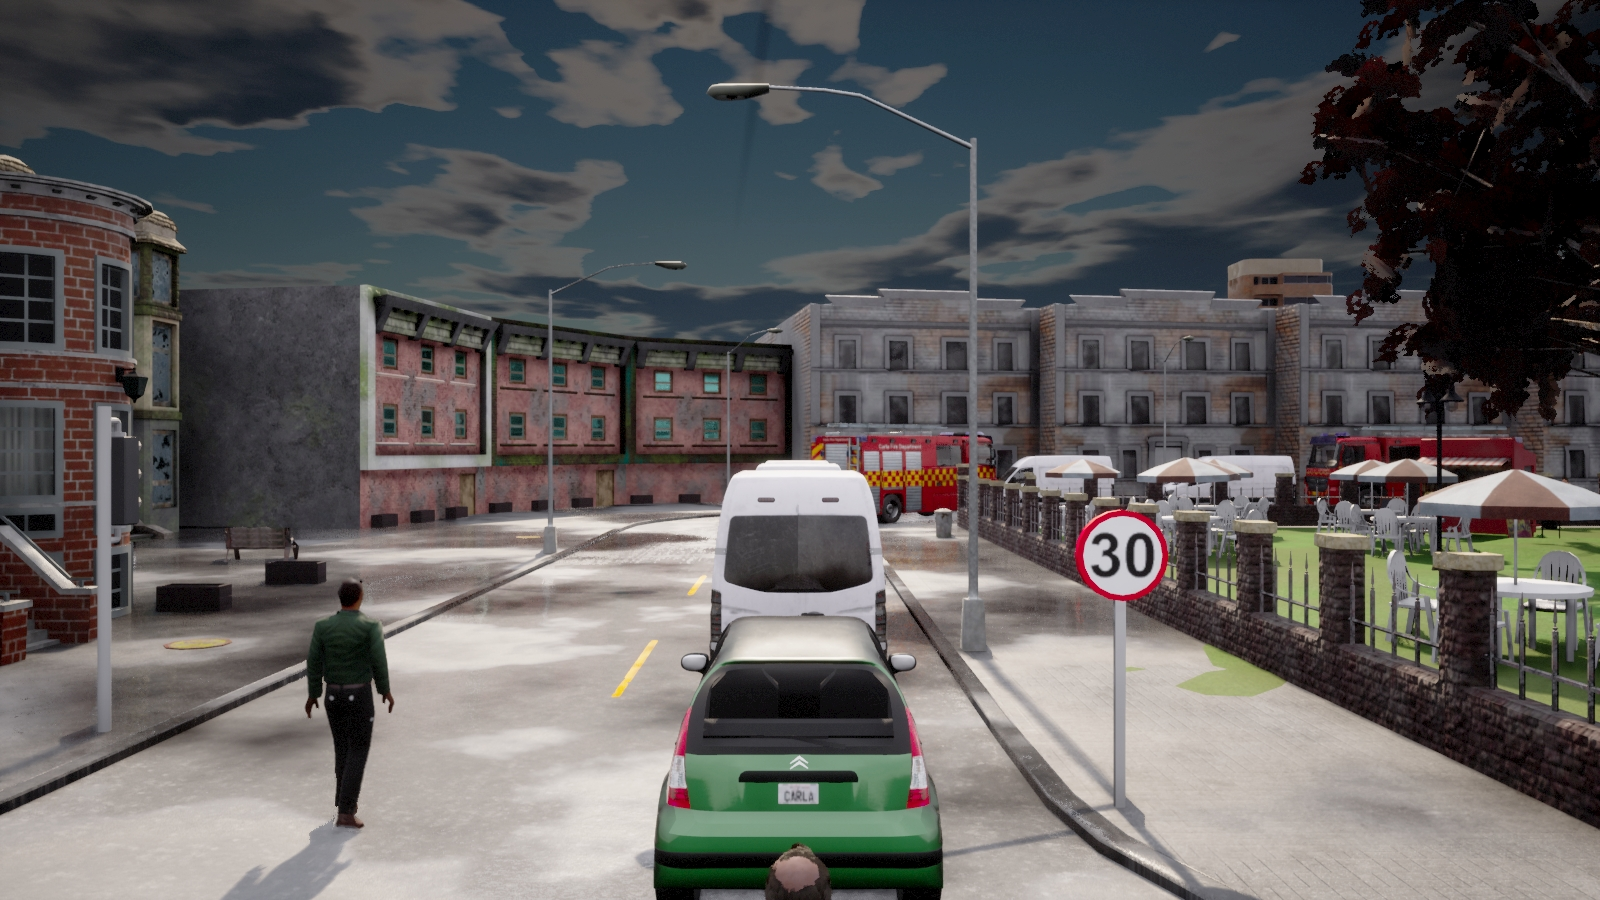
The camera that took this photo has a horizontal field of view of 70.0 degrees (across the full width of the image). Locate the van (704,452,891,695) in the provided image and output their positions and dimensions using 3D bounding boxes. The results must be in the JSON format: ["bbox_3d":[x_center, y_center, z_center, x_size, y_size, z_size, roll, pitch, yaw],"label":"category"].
[{"bbox_3d":[-0.025,1.315,15.105,1.988,2.561,5.915,0,0,0],"label":"van"}]

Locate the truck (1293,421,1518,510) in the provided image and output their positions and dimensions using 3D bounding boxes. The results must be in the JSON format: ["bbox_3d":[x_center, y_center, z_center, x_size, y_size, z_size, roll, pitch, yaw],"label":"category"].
[{"bbox_3d":[26.739,0.670,50.713,8.468,3.827,2.891,0,0,0],"label":"truck"}]

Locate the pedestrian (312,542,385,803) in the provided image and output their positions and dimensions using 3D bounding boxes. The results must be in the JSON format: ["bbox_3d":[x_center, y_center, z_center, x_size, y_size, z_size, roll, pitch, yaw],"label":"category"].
[{"bbox_3d":[-3.352,1.628,8.491,0.375,1.860,0.375,0,0,5],"label":"pedestrian"}]

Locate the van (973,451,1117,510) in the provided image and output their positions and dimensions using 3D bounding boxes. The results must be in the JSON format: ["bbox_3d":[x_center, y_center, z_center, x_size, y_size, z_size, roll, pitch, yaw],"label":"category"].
[{"bbox_3d":[10.768,1.314,50.430,5.915,2.561,1.988,0,0,0],"label":"van"}]

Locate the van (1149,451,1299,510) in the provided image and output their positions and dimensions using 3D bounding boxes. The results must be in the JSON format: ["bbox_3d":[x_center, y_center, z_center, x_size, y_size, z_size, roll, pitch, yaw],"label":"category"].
[{"bbox_3d":[18.656,1.314,50.452,5.915,2.561,1.988,0,0,0],"label":"van"}]

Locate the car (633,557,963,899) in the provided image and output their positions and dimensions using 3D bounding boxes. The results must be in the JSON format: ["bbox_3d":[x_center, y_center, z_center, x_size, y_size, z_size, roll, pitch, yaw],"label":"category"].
[{"bbox_3d":[-0.015,1.779,8.404,1.851,1.617,3.988,0,0,0],"label":"car"}]

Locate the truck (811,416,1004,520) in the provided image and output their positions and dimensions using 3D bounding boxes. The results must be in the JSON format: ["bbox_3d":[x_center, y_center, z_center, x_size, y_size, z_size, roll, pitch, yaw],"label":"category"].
[{"bbox_3d":[4.502,0.672,46.247,8.468,3.827,2.891,0,0,-43],"label":"truck"}]
